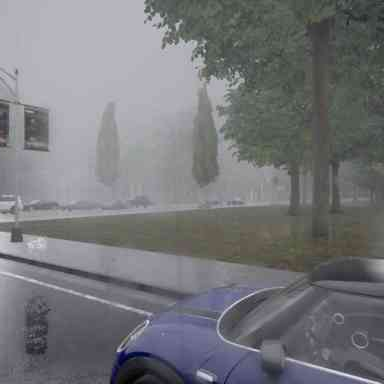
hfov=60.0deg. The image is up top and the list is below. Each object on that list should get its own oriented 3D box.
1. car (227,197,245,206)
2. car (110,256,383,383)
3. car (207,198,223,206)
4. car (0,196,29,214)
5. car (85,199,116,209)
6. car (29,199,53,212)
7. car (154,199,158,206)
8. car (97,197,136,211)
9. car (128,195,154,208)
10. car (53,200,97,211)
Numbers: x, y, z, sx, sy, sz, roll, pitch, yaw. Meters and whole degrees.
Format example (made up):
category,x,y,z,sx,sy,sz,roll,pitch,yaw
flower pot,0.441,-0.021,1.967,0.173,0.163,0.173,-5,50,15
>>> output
category,x,y,z,sx,sy,sz,roll,pitch,yaw
car,8.852,1.818,66.558,2.097,1.767,4.553,0,-1,35
car,1.436,1.352,2.665,4.553,1.767,2.097,0,0,36
car,4.335,1.930,65.772,2.128,1.511,4.902,0,-1,35
car,-21.033,1.399,35.541,2.150,2.045,5.566,0,0,34
car,-14.040,1.837,51.185,1.994,1.385,4.181,0,0,35
car,-19.724,1.695,43.067,1.882,1.535,5.008,0,0,35
car,-8.090,1.836,59.626,2.128,1.511,4.902,0,0,36
car,-10.201,1.809,45.020,1.994,1.385,4.181,0,0,35
car,-9.075,1.514,52.606,2.150,2.045,5.566,0,0,36
car,-15.067,1.778,44.055,2.033,1.411,5.357,0,0,35
